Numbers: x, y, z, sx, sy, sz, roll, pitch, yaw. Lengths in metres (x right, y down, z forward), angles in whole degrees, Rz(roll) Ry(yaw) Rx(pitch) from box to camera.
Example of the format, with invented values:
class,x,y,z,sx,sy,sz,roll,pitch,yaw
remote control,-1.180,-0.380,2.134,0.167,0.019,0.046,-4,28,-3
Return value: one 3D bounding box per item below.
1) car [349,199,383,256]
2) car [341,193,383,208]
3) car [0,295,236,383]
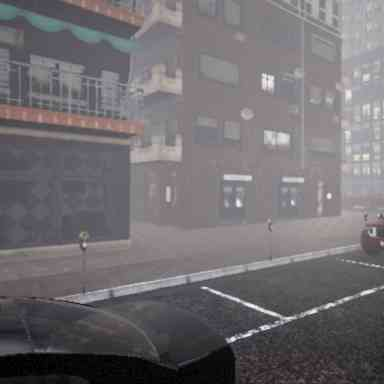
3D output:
class,x,y,z,sx,sy,sz,roll,pitch,yaw
car,8.075,1.293,11.825,5.009,1.841,2.192,0,0,-35
car,19.941,1.041,39.349,2.192,1.841,5.009,1,0,-36
car,-1.969,1.479,1.660,5.008,1.535,1.882,0,0,-35
